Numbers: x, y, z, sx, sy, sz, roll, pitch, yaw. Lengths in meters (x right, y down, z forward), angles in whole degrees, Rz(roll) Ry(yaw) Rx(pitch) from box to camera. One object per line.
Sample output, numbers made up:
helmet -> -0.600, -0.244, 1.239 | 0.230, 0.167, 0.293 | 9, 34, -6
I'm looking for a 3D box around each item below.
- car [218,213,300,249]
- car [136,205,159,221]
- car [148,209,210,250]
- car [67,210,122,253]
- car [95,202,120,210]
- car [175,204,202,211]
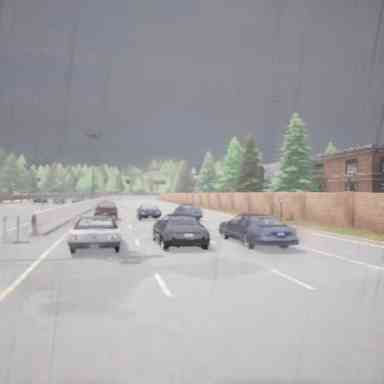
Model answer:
car -> 2.868, 1.699, 15.445 | 2.033, 1.411, 5.357 | 1, 0, -14
car -> -3.837, 1.753, 29.097 | 1.895, 1.301, 4.718 | 1, 0, -12
car -> -0.594, 1.662, 14.890 | 1.994, 1.385, 4.181 | 1, 0, -14
car -> -3.952, 1.644, 13.869 | 1.895, 1.301, 4.718 | 1, 0, -14
car -> -7.331, 1.578, 28.712 | 1.882, 1.535, 5.008 | 1, 0, -12
car -> -0.394, 1.754, 29.729 | 2.033, 1.411, 5.357 | 1, 0, -12
